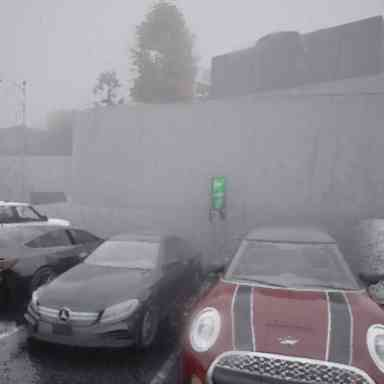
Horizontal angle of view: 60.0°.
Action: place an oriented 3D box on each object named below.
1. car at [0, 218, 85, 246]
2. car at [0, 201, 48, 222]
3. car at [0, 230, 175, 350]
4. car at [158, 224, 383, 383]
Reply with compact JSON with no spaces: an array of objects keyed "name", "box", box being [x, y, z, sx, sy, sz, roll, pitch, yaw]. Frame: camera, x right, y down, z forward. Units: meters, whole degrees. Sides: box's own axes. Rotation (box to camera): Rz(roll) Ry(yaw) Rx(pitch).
[{"name":"car","box":[-3.502,1.553,8.340,2.163,1.488,4.792,0,-1,16]},{"name":"car","box":[-5.940,1.279,10.088,2.435,2.045,5.566,0,-1,16]},{"name":"car","box":[-1.056,1.556,6.562,2.002,1.452,4.674,0,-1,16]},{"name":"car","box":[1.392,1.372,4.847,2.185,1.767,4.553,0,-1,16]}]
